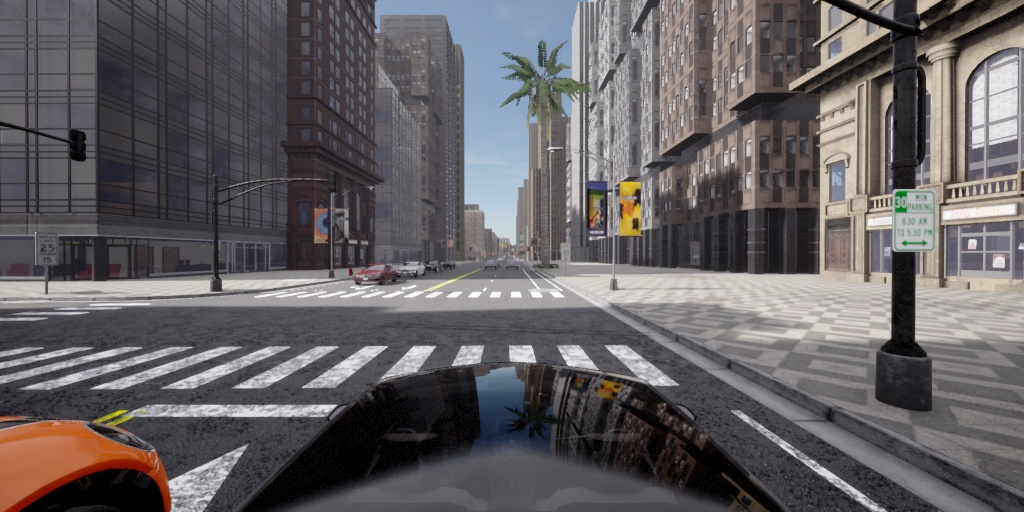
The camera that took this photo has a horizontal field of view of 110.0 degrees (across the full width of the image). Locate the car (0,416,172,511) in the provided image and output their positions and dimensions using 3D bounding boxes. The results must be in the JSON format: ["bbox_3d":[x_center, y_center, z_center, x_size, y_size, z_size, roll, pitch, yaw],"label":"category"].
[{"bbox_3d":[-3.150,1.102,0.290,2.097,1.767,4.553,0,0,0],"label":"car"}]

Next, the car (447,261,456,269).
[{"bbox_3d":[-9.792,1.386,54.857,1.895,1.301,4.718,0,0,0],"label":"car"}]

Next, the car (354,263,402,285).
[{"bbox_3d":[-9.846,1.281,26.308,1.812,1.442,4.674,0,0,-1],"label":"car"}]

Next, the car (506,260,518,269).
[{"bbox_3d":[0.013,1.335,55.768,2.033,1.411,5.357,0,0,0],"label":"car"}]

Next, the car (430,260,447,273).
[{"bbox_3d":[-9.837,1.274,44.557,1.837,1.490,4.892,0,0,0],"label":"car"}]

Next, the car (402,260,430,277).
[{"bbox_3d":[-9.840,1.286,35.300,1.812,1.442,4.674,0,0,0],"label":"car"}]

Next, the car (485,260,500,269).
[{"bbox_3d":[-3.237,1.335,55.769,2.033,1.411,5.357,0,0,0],"label":"car"}]
